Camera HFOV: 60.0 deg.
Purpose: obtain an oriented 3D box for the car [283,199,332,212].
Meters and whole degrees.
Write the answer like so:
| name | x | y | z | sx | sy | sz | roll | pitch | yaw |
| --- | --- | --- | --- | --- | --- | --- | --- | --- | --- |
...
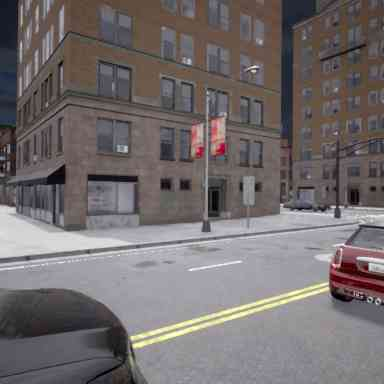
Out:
| name | x | y | z | sx | sy | sz | roll | pitch | yaw |
| --- | --- | --- | --- | --- | --- | --- | --- | --- | --- |
| car | 12.823 | 1.468 | 37.445 | 2.033 | 1.411 | 5.357 | 1 | 0 | -36 |

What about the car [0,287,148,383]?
| name | x | y | z | sx | sy | sz | roll | pitch | yaw |
| --- | --- | --- | --- | --- | --- | --- | --- | --- | --- |
| car | -2.846 | 1.221 | 1.405 | 5.566 | 2.045 | 2.150 | 0 | 0 | -36 |

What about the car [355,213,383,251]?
| name | x | y | z | sx | sy | sz | roll | pitch | yaw |
| --- | --- | --- | --- | --- | --- | --- | --- | --- | --- |
| car | 9.178 | 1.607 | 14.244 | 4.718 | 1.301 | 1.895 | 0 | 0 | -34 |

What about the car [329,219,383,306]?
| name | x | y | z | sx | sy | sz | roll | pitch | yaw |
| --- | --- | --- | --- | --- | --- | --- | --- | --- | --- |
| car | 4.967 | 1.355 | 7.078 | 4.553 | 1.767 | 2.097 | 0 | 0 | -36 |
